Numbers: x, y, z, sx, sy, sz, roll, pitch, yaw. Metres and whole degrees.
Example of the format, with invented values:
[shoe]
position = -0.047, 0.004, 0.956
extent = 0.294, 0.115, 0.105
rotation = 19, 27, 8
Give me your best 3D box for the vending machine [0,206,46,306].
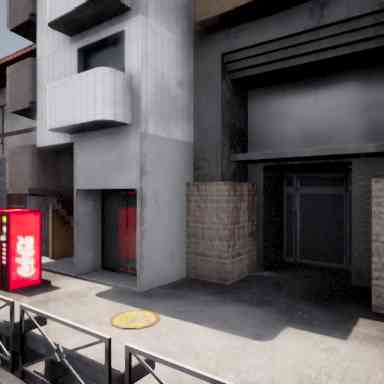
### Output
[vending machine]
position = -4.215, 1.415, 7.859
extent = 0.880, 2.100, 1.100
rotation = 0, 0, 36
